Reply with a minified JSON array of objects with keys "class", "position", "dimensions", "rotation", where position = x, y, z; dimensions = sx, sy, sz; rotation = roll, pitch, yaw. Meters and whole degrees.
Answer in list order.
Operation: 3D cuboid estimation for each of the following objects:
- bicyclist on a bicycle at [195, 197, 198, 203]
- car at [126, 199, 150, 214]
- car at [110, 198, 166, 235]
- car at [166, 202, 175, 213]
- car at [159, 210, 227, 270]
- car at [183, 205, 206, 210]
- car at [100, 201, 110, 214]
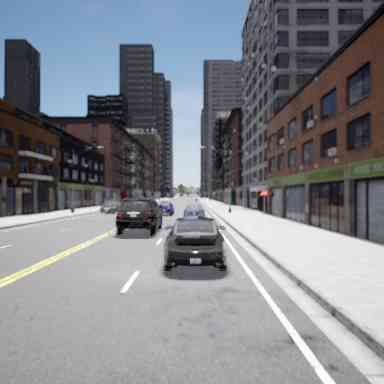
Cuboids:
[{"class":"bicyclist on a bicycle","position":[1.240,2.270,87.400],"dimensions":[0.582,1.620,1.656],"rotation":[0,-1,0]},{"class":"car","position":[-6.436,1.697,40.304],"dimensions":[2.097,1.767,4.553],"rotation":[0,-1,0]},{"class":"car","position":[-3.073,1.387,20.158],"dimensions":[2.150,2.045,5.566],"rotation":[0,-1,0]},{"class":"car","position":[-3.004,1.845,37.545],"dimensions":[1.812,1.442,4.674],"rotation":[0,-1,0]},{"class":"car","position":[0.113,1.601,11.329],"dimensions":[1.837,1.490,4.892],"rotation":[0,0,1]},{"class":"car","position":[0.195,1.786,28.493],"dimensions":[2.033,1.411,5.357],"rotation":[0,0,0]},{"class":"car","position":[-9.686,1.834,40.175],"dimensions":[2.128,1.511,4.902],"rotation":[0,-1,0]}]
